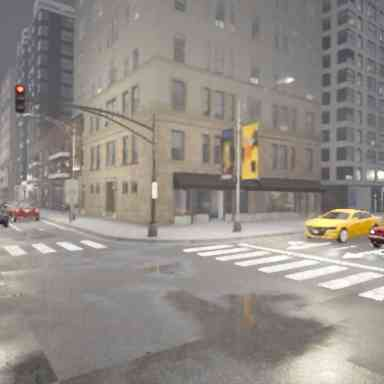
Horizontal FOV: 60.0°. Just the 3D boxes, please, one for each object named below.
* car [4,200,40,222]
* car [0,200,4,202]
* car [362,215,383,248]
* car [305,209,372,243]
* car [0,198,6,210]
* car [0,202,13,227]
[{"bbox_3d":[-13.604,1.481,26.799,1.967,1.590,4.097,1,-1,-35],"label":"car"},{"bbox_3d":[-23.042,1.623,40.163,1.802,1.307,4.206,1,-1,-35],"label":"car"},{"bbox_3d":[9.745,1.774,14.621,4.718,1.301,1.895,1,0,-35],"label":"car"},{"bbox_3d":[7.944,1.653,17.330,5.008,1.535,1.882,1,0,-35],"label":"car"},{"bbox_3d":[-26.285,1.569,44.757,1.752,1.417,4.829,1,-1,-35],"label":"car"},{"bbox_3d":[-13.558,1.571,22.308,1.994,1.385,4.181,1,-1,-35],"label":"car"}]
